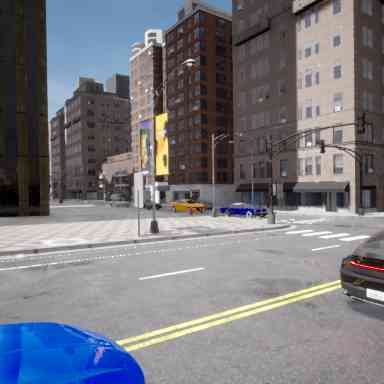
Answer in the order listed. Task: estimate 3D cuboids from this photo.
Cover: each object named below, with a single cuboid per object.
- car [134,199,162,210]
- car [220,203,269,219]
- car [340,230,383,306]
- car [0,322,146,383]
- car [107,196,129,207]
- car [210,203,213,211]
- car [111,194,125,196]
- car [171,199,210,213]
[{"bbox_3d":[-6.241,1.707,46.440,2.033,1.411,5.357,-1,0,-35],"label":"car"},{"bbox_3d":[4.798,1.695,30.753,1.895,1.301,4.718,-1,0,-35],"label":"car"},{"bbox_3d":[5.095,1.504,7.079,4.892,1.490,1.837,0,0,-36],"label":"car"},{"bbox_3d":[-2.596,1.478,1.590,5.008,1.535,1.882,0,0,-35],"label":"car"},{"bbox_3d":[-11.979,1.796,54.651,1.895,1.301,4.718,-1,0,-35],"label":"car"},{"bbox_3d":[0.885,1.642,41.860,1.994,1.385,4.181,-1,0,-35],"label":"car"},{"bbox_3d":[-14.343,1.399,63.478,2.150,2.045,5.566,-1,1,-35],"label":"car"},{"bbox_3d":[-0.556,1.603,38.357,1.882,1.535,5.008,-1,0,-35],"label":"car"}]
